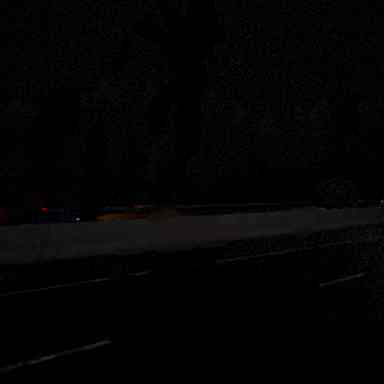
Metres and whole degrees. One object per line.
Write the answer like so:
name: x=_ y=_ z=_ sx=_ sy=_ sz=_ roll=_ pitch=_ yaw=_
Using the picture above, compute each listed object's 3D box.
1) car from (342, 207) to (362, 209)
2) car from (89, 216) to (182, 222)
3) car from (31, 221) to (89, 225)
car: x=21.980 y=1.535 z=44.465 sx=5.357 sy=1.411 sz=2.033 roll=0 pitch=0 yaw=-34
car: x=-2.887 y=1.475 z=18.861 sx=5.008 sy=1.535 sz=1.882 roll=0 pitch=0 yaw=-35
car: x=-6.841 y=1.545 z=20.388 sx=5.357 sy=1.411 sz=2.033 roll=0 pitch=0 yaw=-35
